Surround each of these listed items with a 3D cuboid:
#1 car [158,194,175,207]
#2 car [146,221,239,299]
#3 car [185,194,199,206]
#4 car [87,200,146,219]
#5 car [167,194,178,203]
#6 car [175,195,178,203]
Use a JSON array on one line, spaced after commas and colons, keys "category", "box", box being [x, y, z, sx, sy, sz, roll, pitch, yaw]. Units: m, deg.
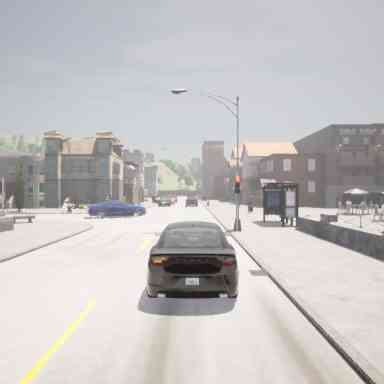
[{"category": "car", "box": [-4.232, 1.491, 51.979, 2.128, 1.511, 4.902, 0, 0, 0]}, {"category": "car", "box": [0.028, 1.478, 8.534, 1.882, 1.535, 5.008, 0, 0, 0]}, {"category": "car", "box": [-0.038, 1.505, 53.326, 1.837, 1.490, 4.892, 0, 0, 0]}, {"category": "car", "box": [-6.572, 1.477, 29.103, 5.008, 1.535, 1.882, 0, 1, -18]}, {"category": "car", "box": [-4.190, 1.355, 71.142, 2.097, 1.767, 4.553, 0, 0, 0]}, {"category": "car", "box": [-4.229, 1.352, 61.079, 2.097, 1.767, 4.553, 0, 0, 0]}]
